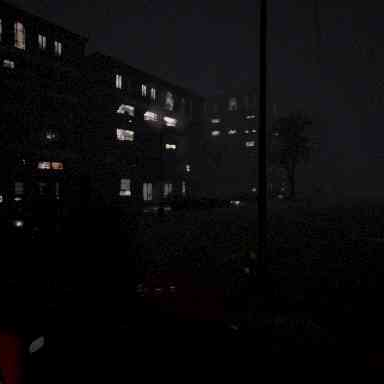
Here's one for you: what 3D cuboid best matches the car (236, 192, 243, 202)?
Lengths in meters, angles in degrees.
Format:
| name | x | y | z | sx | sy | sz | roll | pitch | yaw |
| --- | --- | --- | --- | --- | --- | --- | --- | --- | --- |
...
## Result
| name | x | y | z | sx | sy | sz | roll | pitch | yaw |
| --- | --- | --- | --- | --- | --- | --- | --- | --- | --- |
| car | 8.777 | 0.763 | 50.472 | 1.837 | 1.490 | 4.892 | 1 | 1 | 35 |

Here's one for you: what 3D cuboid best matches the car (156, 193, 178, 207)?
| name | x | y | z | sx | sy | sz | roll | pitch | yaw |
| --- | --- | --- | --- | --- | --- | --- | --- | --- | --- |
| car | -2.277 | 0.941 | 40.188 | 1.882 | 1.535 | 5.008 | 1 | 1 | 35 |

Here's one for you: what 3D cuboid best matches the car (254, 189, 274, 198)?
| name | x | y | z | sx | sy | sz | roll | pitch | yaw |
| --- | --- | --- | --- | --- | --- | --- | --- | --- | --- |
| car | 15.105 | 0.227 | 69.661 | 2.192 | 1.841 | 5.009 | 2 | 2 | 35 |

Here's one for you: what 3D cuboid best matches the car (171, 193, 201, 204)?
| name | x | y | z | sx | sy | sz | roll | pitch | yaw |
| --- | --- | --- | --- | --- | --- | --- | --- | --- | --- |
| car | -0.811 | 0.910 | 46.817 | 1.947 | 1.339 | 4.313 | 2 | 2 | 35 |

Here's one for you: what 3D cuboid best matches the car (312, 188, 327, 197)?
| name | x | y | z | sx | sy | sz | roll | pitch | yaw |
| --- | --- | --- | --- | --- | --- | --- | --- | --- | --- |
| car | 29.070 | 0.009 | 75.595 | 2.150 | 2.045 | 5.566 | 1 | 1 | 35 |

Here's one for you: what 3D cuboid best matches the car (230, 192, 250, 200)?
| name | x | y | z | sx | sy | sz | roll | pitch | yaw |
| --- | --- | --- | --- | --- | --- | --- | --- | --- | --- |
| car | 8.737 | 0.650 | 60.527 | 1.947 | 1.339 | 4.313 | 2 | 2 | 35 |

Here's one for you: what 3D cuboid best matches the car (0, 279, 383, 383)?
| name | x | y | z | sx | sy | sz | roll | pitch | yaw |
| --- | --- | --- | --- | --- | --- | --- | --- | --- | --- |
| car | -0.316 | 1.544 | 3.096 | 4.507 | 1.381 | 1.887 | 0 | 0 | 36 |

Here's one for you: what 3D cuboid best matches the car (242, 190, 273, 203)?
| name | x | y | z | sx | sy | sz | roll | pitch | yaw |
| --- | --- | --- | --- | --- | --- | --- | --- | --- | --- |
| car | 9.248 | 0.876 | 46.598 | 2.008 | 1.369 | 4.403 | 2 | 2 | 35 |

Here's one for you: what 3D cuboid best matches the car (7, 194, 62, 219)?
| name | x | y | z | sx | sy | sz | roll | pitch | yaw |
| --- | --- | --- | --- | --- | --- | --- | --- | --- | --- |
| car | -11.907 | 1.206 | 26.371 | 1.882 | 1.535 | 5.008 | 1 | 2 | 35 |

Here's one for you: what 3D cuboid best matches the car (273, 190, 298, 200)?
| name | x | y | z | sx | sy | sz | roll | pitch | yaw |
| --- | --- | --- | --- | --- | --- | --- | --- | --- | --- |
| car | 15.711 | 0.675 | 55.877 | 1.752 | 1.417 | 4.829 | 2 | 2 | 35 |

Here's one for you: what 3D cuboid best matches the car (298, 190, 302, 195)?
| name | x | y | z | sx | sy | sz | roll | pitch | yaw |
| --- | --- | --- | --- | --- | --- | --- | --- | --- | --- |
| car | 27.831 | 0.114 | 87.947 | 1.887 | 1.381 | 4.507 | 2 | 2 | 35 |

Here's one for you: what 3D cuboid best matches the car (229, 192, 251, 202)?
| name | x | y | z | sx | sy | sz | roll | pitch | yaw |
| --- | --- | --- | --- | --- | --- | --- | --- | --- | --- |
| car | 7.883 | 0.790 | 54.613 | 1.994 | 1.385 | 4.181 | 1 | 1 | 35 |

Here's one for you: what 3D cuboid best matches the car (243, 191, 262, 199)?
| name | x | y | z | sx | sy | sz | roll | pitch | yaw |
| --- | --- | --- | --- | --- | --- | --- | --- | --- | --- |
| car | 11.822 | 0.526 | 64.956 | 1.752 | 1.417 | 4.829 | 2 | 2 | 35 |

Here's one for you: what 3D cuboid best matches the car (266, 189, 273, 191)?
| name | x | y | z | sx | sy | sz | roll | pitch | yaw |
| --- | --- | --- | --- | --- | --- | --- | --- | --- | --- |
| car | 15.654 | 0.424 | 60.361 | 2.097 | 1.767 | 4.553 | 1 | 1 | 36 |

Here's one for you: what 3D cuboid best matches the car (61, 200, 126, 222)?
| name | x | y | z | sx | sy | sz | roll | pitch | yaw |
| --- | --- | --- | --- | --- | --- | --- | --- | --- | --- |
| car | -6.664 | 1.329 | 23.749 | 1.947 | 1.339 | 4.313 | 2 | 2 | 35 |

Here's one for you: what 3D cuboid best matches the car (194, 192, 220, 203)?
| name | x | y | z | sx | sy | sz | roll | pitch | yaw |
| --- | --- | --- | --- | --- | --- | --- | --- | --- | --- |
| car | 2.372 | 0.808 | 51.387 | 2.008 | 1.369 | 4.403 | 2 | 2 | 35 |

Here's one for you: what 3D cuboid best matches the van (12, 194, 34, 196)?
| name | x | y | z | sx | sy | sz | roll | pitch | yaw |
| --- | --- | --- | --- | --- | --- | --- | --- | --- | --- |
| van | -13.538 | 1.035 | 28.531 | 1.690 | 1.788 | 3.998 | 2 | 2 | 35 |

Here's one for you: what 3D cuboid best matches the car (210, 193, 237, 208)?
| name | x | y | z | sx | sy | sz | roll | pitch | yaw |
| --- | --- | --- | --- | --- | --- | --- | --- | --- | --- |
| car | 2.883 | 1.051 | 37.457 | 2.008 | 1.369 | 4.403 | 2 | 2 | 35 |

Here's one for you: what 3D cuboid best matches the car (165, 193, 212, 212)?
| name | x | y | z | sx | sy | sz | roll | pitch | yaw |
| --- | --- | --- | --- | --- | --- | --- | --- | --- | --- |
| car | -0.300 | 1.132 | 32.887 | 1.887 | 1.381 | 4.507 | 2 | 2 | 35 |
